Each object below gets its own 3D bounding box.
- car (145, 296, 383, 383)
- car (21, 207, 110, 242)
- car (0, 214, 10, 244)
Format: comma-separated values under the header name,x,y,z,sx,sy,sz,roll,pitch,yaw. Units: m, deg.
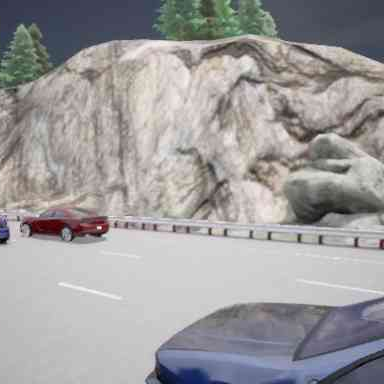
name,x,y,z,sx,sy,sz,roll,pitch,yaw
car,2.168,1.540,2.390,5.357,1.411,2.033,0,0,35
car,-6.267,1.455,16.211,5.008,1.535,1.882,0,0,31
car,-9.977,1.337,14.328,4.553,1.767,2.097,0,0,31
